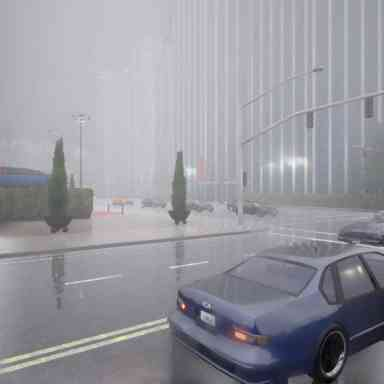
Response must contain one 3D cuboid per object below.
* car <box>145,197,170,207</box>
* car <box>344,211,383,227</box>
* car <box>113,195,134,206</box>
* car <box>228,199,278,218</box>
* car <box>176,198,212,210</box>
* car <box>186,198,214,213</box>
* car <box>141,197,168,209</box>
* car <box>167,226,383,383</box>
[{"bbox_3d":[-5.525,1.526,52.458,1.812,1.442,4.674,0,0,-36],"label":"car"},{"bbox_3d":[8.509,1.547,14.377,5.357,1.411,2.033,0,0,-36],"label":"car"},{"bbox_3d":[-11.253,1.352,54.435,2.097,1.767,4.553,0,0,-36],"label":"car"},{"bbox_3d":[5.809,1.526,30.752,1.812,1.442,4.674,0,0,-34],"label":"car"},{"bbox_3d":[0.144,1.547,44.607,2.033,1.411,5.357,0,0,-36],"label":"car"},{"bbox_3d":[0.521,1.526,38.149,1.812,1.442,4.674,0,0,-36],"label":"car"},{"bbox_3d":[-5.348,1.506,46.230,1.837,1.490,4.892,0,0,-36],"label":"car"},{"bbox_3d":[2.243,1.547,5.402,5.357,1.411,2.033,0,0,-35],"label":"car"}]
